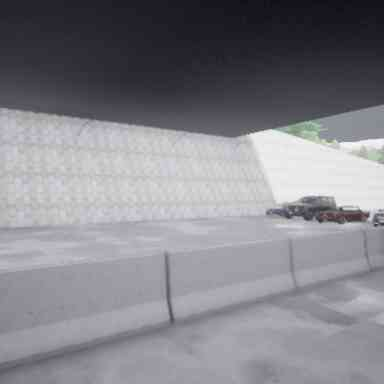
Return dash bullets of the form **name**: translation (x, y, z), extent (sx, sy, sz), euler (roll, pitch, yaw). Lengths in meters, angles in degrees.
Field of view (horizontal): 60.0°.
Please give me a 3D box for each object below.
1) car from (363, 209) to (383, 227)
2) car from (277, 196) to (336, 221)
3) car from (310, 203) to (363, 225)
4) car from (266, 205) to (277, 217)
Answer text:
- **car**: translation (14.178, 1.603, 22.682), extent (4.902, 1.511, 2.128), euler (0, 0, -35)
- **car**: translation (10.232, 1.333, 28.464), extent (5.566, 2.045, 2.150), euler (0, 0, -35)
- **car**: translation (11.264, 1.707, 24.905), extent (4.718, 1.301, 1.895), euler (0, 0, -35)
- **car**: translation (9.126, 1.642, 31.972), extent (4.674, 1.442, 1.812), euler (0, 0, -35)
